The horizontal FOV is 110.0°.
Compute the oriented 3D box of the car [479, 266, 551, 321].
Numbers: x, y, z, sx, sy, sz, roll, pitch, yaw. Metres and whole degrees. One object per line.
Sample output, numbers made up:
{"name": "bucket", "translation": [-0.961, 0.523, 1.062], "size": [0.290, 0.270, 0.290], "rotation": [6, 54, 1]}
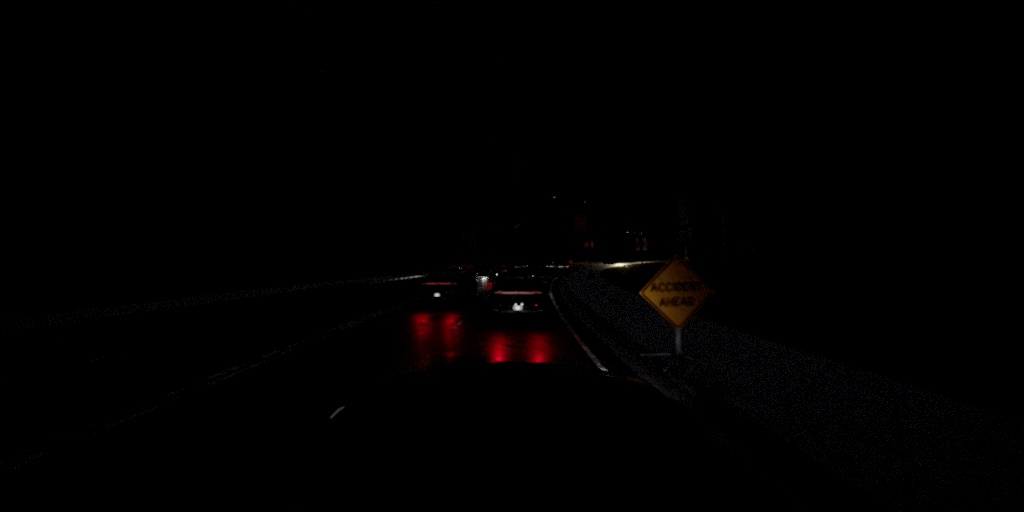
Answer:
{"name": "car", "translation": [0.272, 1.298, 12.833], "size": [2.128, 1.511, 4.902], "rotation": [0, 0, 2]}

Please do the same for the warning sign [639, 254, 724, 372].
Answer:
{"name": "warning sign", "translation": [2.847, 0.891, 6.123], "size": [1.300, 1.860, 1.060], "rotation": [0, 0, 0]}

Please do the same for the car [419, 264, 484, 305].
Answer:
{"name": "car", "translation": [-2.793, 1.317, 16.497], "size": [2.128, 1.511, 4.902], "rotation": [0, 0, 3]}

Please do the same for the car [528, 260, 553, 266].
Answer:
{"name": "car", "translation": [2.257, 1.370, 31.474], "size": [1.837, 1.490, 4.892], "rotation": [0, 0, 10]}

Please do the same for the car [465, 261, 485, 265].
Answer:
{"name": "car", "translation": [-3.006, 1.465, 39.457], "size": [2.033, 1.411, 5.357], "rotation": [0, 0, 13]}

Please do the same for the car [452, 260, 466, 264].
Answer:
{"name": "car", "translation": [-5.929, 1.292, 40.985], "size": [2.097, 1.767, 4.553], "rotation": [0, 0, 14]}

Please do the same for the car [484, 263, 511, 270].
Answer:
{"name": "car", "translation": [-0.837, 1.408, 32.621], "size": [1.812, 1.442, 4.674], "rotation": [0, 0, 10]}
